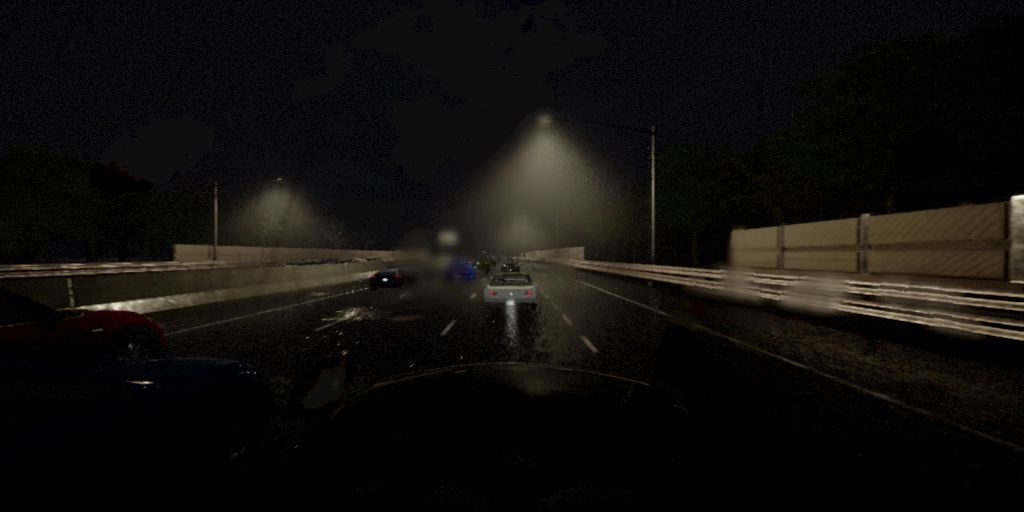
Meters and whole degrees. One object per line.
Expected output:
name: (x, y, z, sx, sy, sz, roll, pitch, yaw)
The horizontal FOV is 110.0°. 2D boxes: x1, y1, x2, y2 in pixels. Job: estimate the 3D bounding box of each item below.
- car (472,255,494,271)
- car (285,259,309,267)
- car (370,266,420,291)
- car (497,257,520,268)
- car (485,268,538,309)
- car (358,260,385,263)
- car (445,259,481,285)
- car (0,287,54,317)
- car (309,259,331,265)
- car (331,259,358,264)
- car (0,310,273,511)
car: (-3.691, 0.912, 42.745, 2.150, 2.045, 5.566, 0, 0, -1)
car: (-28.291, 1.176, 48.166, 2.128, 1.511, 4.902, 0, 0, 0)
car: (-7.051, 1.288, 21.899, 1.994, 1.385, 4.181, 0, 0, 0)
car: (-0.151, 1.189, 37.899, 2.128, 1.511, 4.902, 0, 0, 0)
car: (-0.022, 1.335, 14.731, 1.895, 1.301, 4.718, 0, 0, 0)
car: (-17.796, 1.233, 47.090, 2.033, 1.411, 5.357, 0, 0, 0)
car: (-3.572, 1.195, 25.915, 1.882, 1.535, 5.008, 0, 0, 0)
car: (-7.001, 1.105, 4.249, 2.097, 1.767, 4.553, 0, 0, 0)
car: (-24.795, 1.188, 48.433, 1.837, 1.490, 4.892, 0, 0, 0)
car: (-21.296, 1.192, 47.025, 1.837, 1.490, 4.892, 0, 0, 0)
car: (-3.499, 1.275, 1.919, 1.812, 1.442, 4.674, 0, 0, 0)
